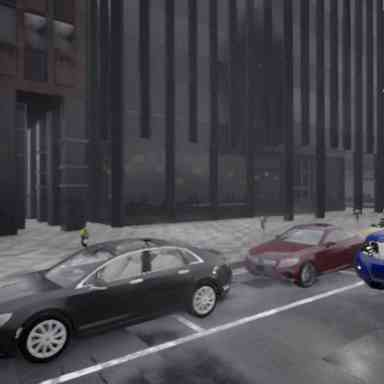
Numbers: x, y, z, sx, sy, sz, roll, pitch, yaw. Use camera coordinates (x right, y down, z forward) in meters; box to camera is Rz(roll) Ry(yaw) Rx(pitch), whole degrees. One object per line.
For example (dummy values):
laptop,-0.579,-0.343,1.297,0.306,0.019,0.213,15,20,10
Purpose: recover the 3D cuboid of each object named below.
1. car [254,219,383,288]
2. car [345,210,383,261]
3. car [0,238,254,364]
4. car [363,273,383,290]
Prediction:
car,3.304,1.526,8.994,4.206,1.307,1.802,0,0,-35
car,7.736,1.431,12.148,4.829,1.417,1.752,0,0,-35
car,-1.266,1.535,5.742,4.403,1.369,2.008,-1,0,-35
car,6.173,1.154,7.776,5.566,2.045,2.150,-1,0,-35
